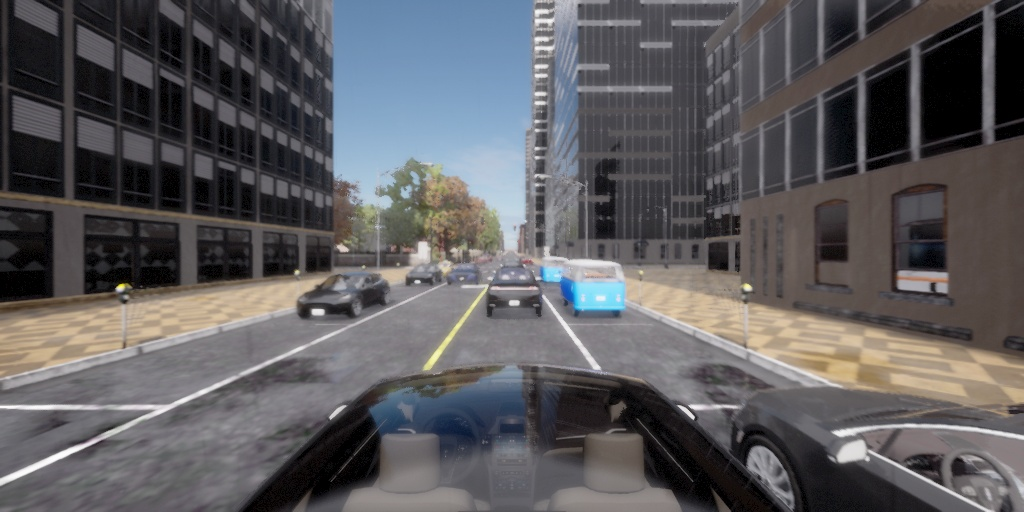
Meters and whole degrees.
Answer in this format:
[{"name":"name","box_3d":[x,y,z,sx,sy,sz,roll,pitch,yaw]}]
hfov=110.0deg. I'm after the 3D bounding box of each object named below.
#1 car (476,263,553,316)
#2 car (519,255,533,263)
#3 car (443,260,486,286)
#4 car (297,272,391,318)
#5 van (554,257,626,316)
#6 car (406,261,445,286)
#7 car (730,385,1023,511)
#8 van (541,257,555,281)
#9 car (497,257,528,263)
[{"name":"car","box_3d":[0.080,1.183,13.152,2.128,1.511,4.902,0,0,0]},{"name":"car","box_3d":[2.674,0.798,62.233,1.967,1.591,4.097,0,0,0]},{"name":"car","box_3d":[-3.094,1.184,24.044,1.994,1.385,4.181,0,0,0]},{"name":"car","box_3d":[-5.693,1.261,12.707,1.948,1.339,4.313,0,0,0]},{"name":"van","box_3d":[2.687,1.036,12.711,1.690,1.789,3.998,0,0,0]},{"name":"car","box_3d":[-5.777,1.185,24.104,1.948,1.339,4.313,0,0,0]},{"name":"car","box_3d":[2.690,1.302,1.305,2.007,1.370,4.403,0,0,0]},{"name":"van","box_3d":[2.765,0.960,24.108,1.690,1.789,3.998,0,0,0]},{"name":"car","box_3d":[0.075,1.066,28.561,1.882,1.535,5.008,0,0,0]}]
